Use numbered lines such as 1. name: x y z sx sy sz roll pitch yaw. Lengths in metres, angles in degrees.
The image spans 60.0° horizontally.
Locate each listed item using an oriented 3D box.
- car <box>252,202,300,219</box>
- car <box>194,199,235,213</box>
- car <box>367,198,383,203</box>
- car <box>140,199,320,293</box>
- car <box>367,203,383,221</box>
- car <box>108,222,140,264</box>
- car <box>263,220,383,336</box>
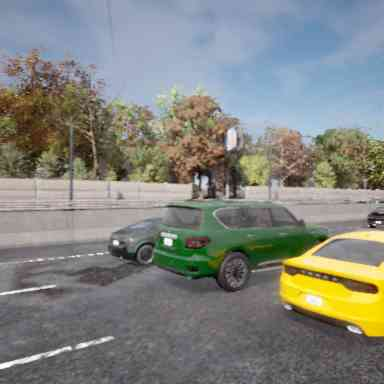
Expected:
1. car: 7.956 1.698 31.297 4.674 1.442 1.812 1 0 -36
2. car: 2.732 1.682 40.469 4.892 1.490 1.837 1 0 -36
3. car: 35.693 1.878 64.079 4.553 1.767 2.097 1 0 -36
4. car: 1.629 1.267 9.252 5.566 2.045 2.150 1 0 -36
5. car: 13.571 1.677 22.160 4.892 1.490 1.837 1 0 -36
6. car: -0.801 1.604 11.816 4.181 1.385 1.994 1 0 -36
7. car: 3.888 1.526 6.561 5.008 1.535 1.882 1 0 -36
